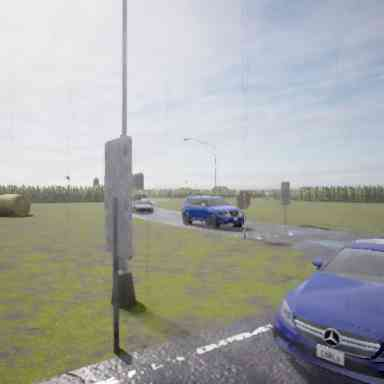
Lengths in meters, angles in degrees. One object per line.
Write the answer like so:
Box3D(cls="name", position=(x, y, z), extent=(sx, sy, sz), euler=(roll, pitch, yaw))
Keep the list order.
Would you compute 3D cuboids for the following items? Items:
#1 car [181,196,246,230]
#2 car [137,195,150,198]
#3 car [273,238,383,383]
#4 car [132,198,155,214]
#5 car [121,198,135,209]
Box3D(cls="car", position=(1.269, 1.301, 22.621), extent=(2.150, 2.045, 5.566), euler=(0, 0, -30))
Box3D(cls="car", position=(-7.420, 1.663, 52.368), extent=(1.812, 1.442, 4.674), euler=(0, 0, -12))
Box3D(cls="car", position=(3.131, 1.541, 5.351), extent=(1.812, 1.442, 4.674), euler=(1, 1, 44))
Box3D(cls="car", position=(-5.643, 1.670, 36.989), extent=(2.033, 1.411, 5.357), euler=(0, 0, -21))
Box3D(cls="car", position=(-9.629, 1.656, 49.667), extent=(1.837, 1.490, 4.892), euler=(0, 0, -14))
